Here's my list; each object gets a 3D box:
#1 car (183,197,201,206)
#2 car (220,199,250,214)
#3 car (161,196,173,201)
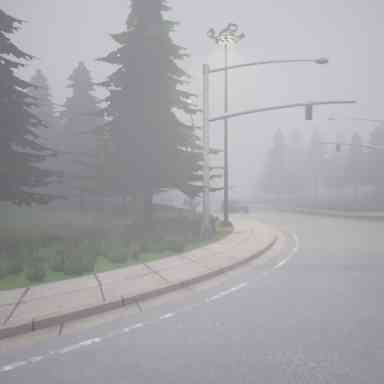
[{"bbox_3d":[-0.069,1.480,51.307,2.128,1.511,4.902,0,0,-16],"label":"car"},{"bbox_3d":[4.453,1.495,35.240,1.837,1.490,4.892,0,0,-15],"label":"car"},{"bbox_3d":[-5.129,1.490,68.020,2.128,1.511,4.902,0,0,-18],"label":"car"}]
